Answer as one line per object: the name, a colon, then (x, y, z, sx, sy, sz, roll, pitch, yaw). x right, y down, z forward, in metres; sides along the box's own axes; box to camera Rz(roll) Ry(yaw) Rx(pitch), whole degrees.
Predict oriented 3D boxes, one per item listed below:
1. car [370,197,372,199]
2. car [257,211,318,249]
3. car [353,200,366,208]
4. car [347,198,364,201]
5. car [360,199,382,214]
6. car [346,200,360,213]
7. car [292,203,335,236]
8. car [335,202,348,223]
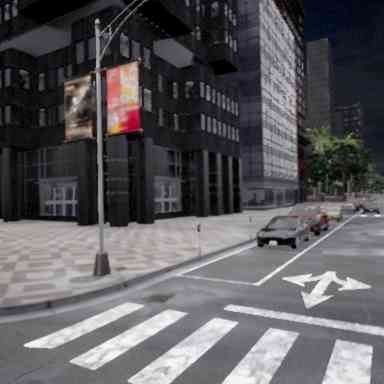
car: (39.962, 2.294, 77.159, 1.967, 1.590, 4.097, -2, -2, 30)
car: (4.568, 1.839, 16.144, 1.947, 1.339, 4.313, -2, -2, 30)
car: (31.795, 2.258, 63.076, 1.887, 1.381, 4.507, -2, -2, 30)
car: (23.621, 1.890, 49.003, 2.192, 1.841, 5.009, -2, -2, 30)
car: (22.189, 1.936, 41.013, 1.837, 1.490, 4.892, -2, -1, 30)
car: (20.905, 2.112, 44.303, 1.802, 1.307, 4.206, -2, -2, 30)
car: (7.285, 1.630, 20.843, 2.192, 1.841, 5.009, -2, -2, 30)
car: (12.650, 1.923, 30.078, 1.752, 1.417, 4.829, -2, -2, 30)
